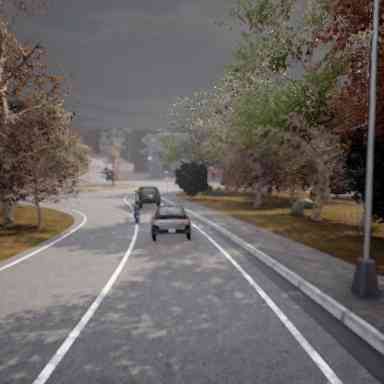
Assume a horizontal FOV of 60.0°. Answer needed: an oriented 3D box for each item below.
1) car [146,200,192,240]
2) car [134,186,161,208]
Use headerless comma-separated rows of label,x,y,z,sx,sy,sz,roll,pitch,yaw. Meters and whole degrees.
car,-1.121,1.410,16.723,2.128,1.511,4.902,-1,1,-6
car,-4.599,0.395,34.162,2.150,2.045,5.566,-1,4,-15
